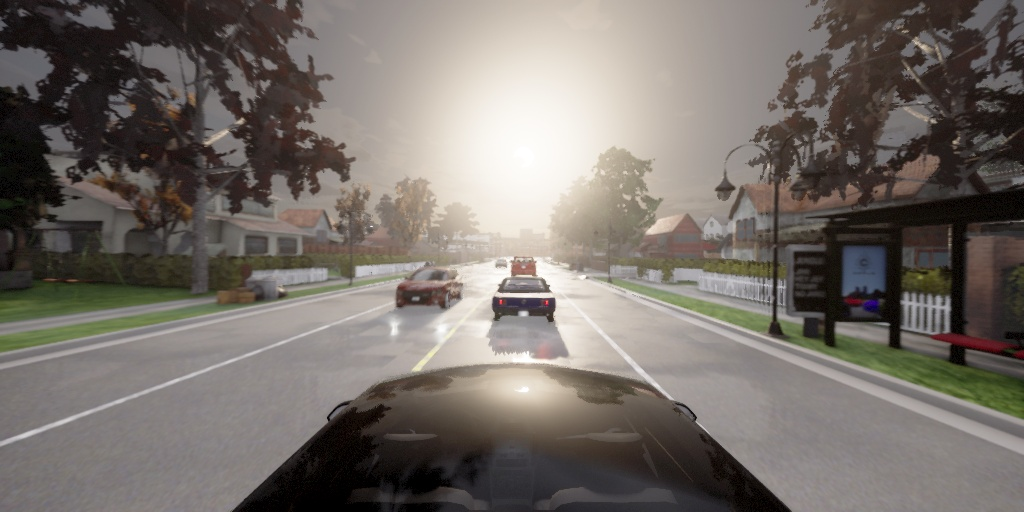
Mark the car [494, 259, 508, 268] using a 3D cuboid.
[{"bbox_3d":[-1.752,1.200,58.448,1.837,1.490,4.892,0,1,2],"label":"car"}]

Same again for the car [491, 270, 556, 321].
[{"bbox_3d":[0.405,1.352,12.437,1.895,1.301,4.718,0,0,2],"label":"car"}]

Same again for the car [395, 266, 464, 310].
[{"bbox_3d":[-3.227,1.197,14.833,1.882,1.535,5.008,0,0,2],"label":"car"}]

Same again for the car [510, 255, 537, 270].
[{"bbox_3d":[1.016,0.974,31.348,2.150,2.045,5.566,0,0,2],"label":"car"}]
